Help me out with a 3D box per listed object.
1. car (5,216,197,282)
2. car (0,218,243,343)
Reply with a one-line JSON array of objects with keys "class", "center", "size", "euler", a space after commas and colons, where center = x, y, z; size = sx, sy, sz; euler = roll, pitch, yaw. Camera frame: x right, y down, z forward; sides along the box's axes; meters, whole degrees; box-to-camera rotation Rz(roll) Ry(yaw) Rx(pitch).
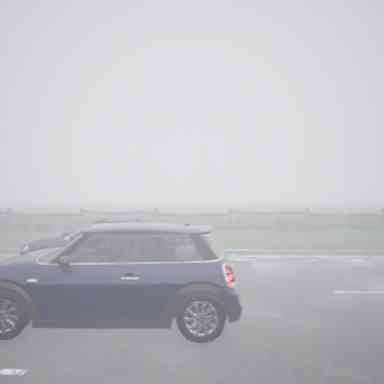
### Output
[{"class": "car", "center": [-2.330, 1.513, 9.527], "size": [4.902, 1.511, 2.128], "euler": [0, 0, 2]}, {"class": "car", "center": [-1.442, 1.364, 5.994], "size": [4.553, 1.767, 2.097], "euler": [0, 0, 2]}]
